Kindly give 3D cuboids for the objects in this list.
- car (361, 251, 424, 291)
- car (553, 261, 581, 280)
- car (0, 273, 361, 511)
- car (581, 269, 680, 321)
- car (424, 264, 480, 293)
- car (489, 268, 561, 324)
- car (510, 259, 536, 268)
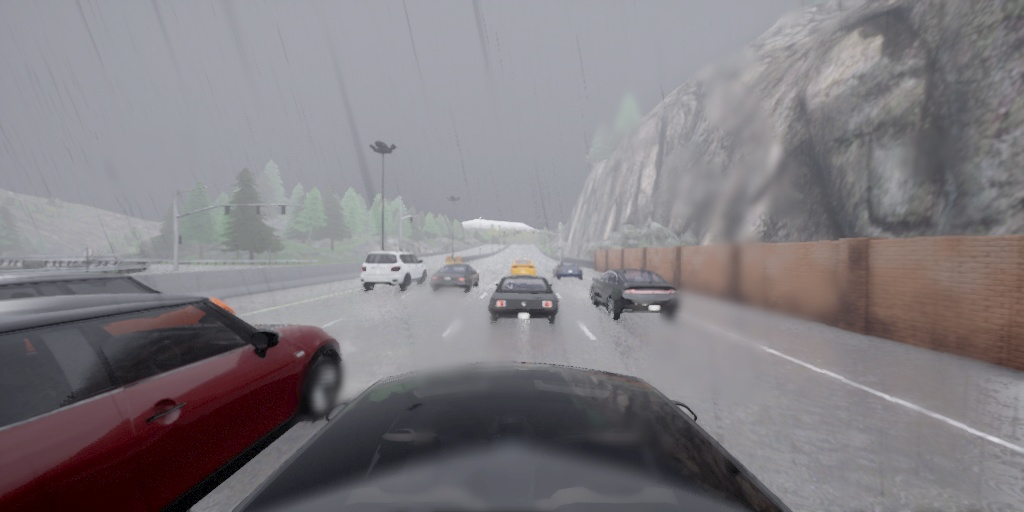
[{"bbox_3d":[-6.380,0.772,19.952,2.150,2.045,5.566,0,1,2],"label":"car"},{"bbox_3d":[4.390,1.093,28.599,1.994,1.385,4.181,0,0,2],"label":"car"},{"bbox_3d":[-3.256,1.074,2.888,2.097,1.767,4.553,0,1,0],"label":"car"},{"bbox_3d":[3.897,1.168,12.083,2.128,1.511,4.902,0,1,2],"label":"car"},{"bbox_3d":[-2.899,1.122,19.374,2.033,1.411,5.357,0,1,2],"label":"car"},{"bbox_3d":[0.377,1.263,11.603,1.895,1.301,4.718,0,1,2],"label":"car"},{"bbox_3d":[0.878,0.992,28.345,1.882,1.535,5.008,0,0,2],"label":"car"}]
